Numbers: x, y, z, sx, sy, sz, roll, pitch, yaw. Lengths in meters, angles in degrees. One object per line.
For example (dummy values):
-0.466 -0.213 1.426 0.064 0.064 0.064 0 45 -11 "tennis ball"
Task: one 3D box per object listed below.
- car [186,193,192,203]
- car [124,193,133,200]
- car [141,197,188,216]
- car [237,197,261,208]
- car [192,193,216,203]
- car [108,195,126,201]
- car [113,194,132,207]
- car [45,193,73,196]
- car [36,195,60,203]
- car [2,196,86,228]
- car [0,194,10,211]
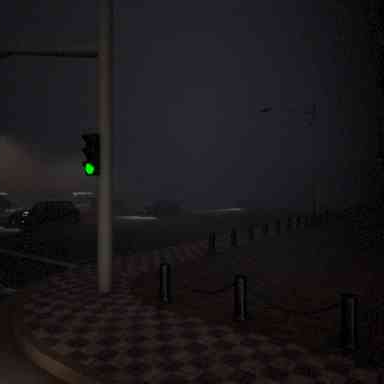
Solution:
0.338 1.198 65.961 1.905 1.878 3.866 0 0 36 "car"
-15.499 1.191 77.549 1.905 1.878 3.866 0 0 36 "car"
-2.897 1.551 32.934 1.837 1.490 4.892 0 0 36 "car"
8.300 1.540 48.182 2.128 1.511 4.902 0 0 37 "car"
2.638 1.196 64.203 1.932 1.855 4.605 0 0 36 "car"
-17.826 1.430 79.272 1.970 1.475 3.806 0 0 36 "car"
-12.184 1.436 53.486 1.970 1.475 3.806 0 0 36 "car"
-25.855 1.188 63.417 1.932 1.855 4.605 0 0 36 "car"
-28.151 1.398 65.183 1.784 1.438 3.905 0 0 36 "car"
-10.098 1.400 23.060 2.097 1.767 4.553 0 0 36 "car"
-25.773 1.434 44.730 1.970 1.475 3.806 0 0 36 "car"
